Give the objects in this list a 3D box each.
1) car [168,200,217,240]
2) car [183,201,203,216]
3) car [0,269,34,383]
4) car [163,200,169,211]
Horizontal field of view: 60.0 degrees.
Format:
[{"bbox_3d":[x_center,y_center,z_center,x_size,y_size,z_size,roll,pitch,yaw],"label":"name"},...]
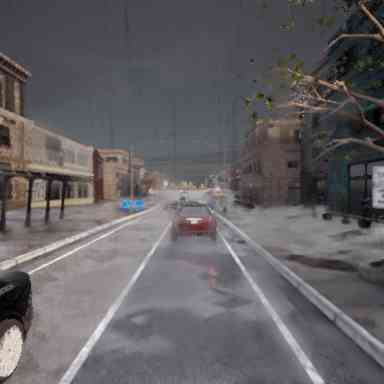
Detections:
[{"bbox_3d":[0.100,1.354,16.976,2.097,1.767,4.553,0,0,0],"label":"car"},{"bbox_3d":[0.100,1.699,35.516,2.033,1.411,5.357,0,-1,0],"label":"car"},{"bbox_3d":[-3.101,1.478,2.526,1.882,1.535,5.008,0,0,0],"label":"car"},{"bbox_3d":[-3.000,1.876,46.272,2.033,1.411,5.357,0,0,0],"label":"car"}]
